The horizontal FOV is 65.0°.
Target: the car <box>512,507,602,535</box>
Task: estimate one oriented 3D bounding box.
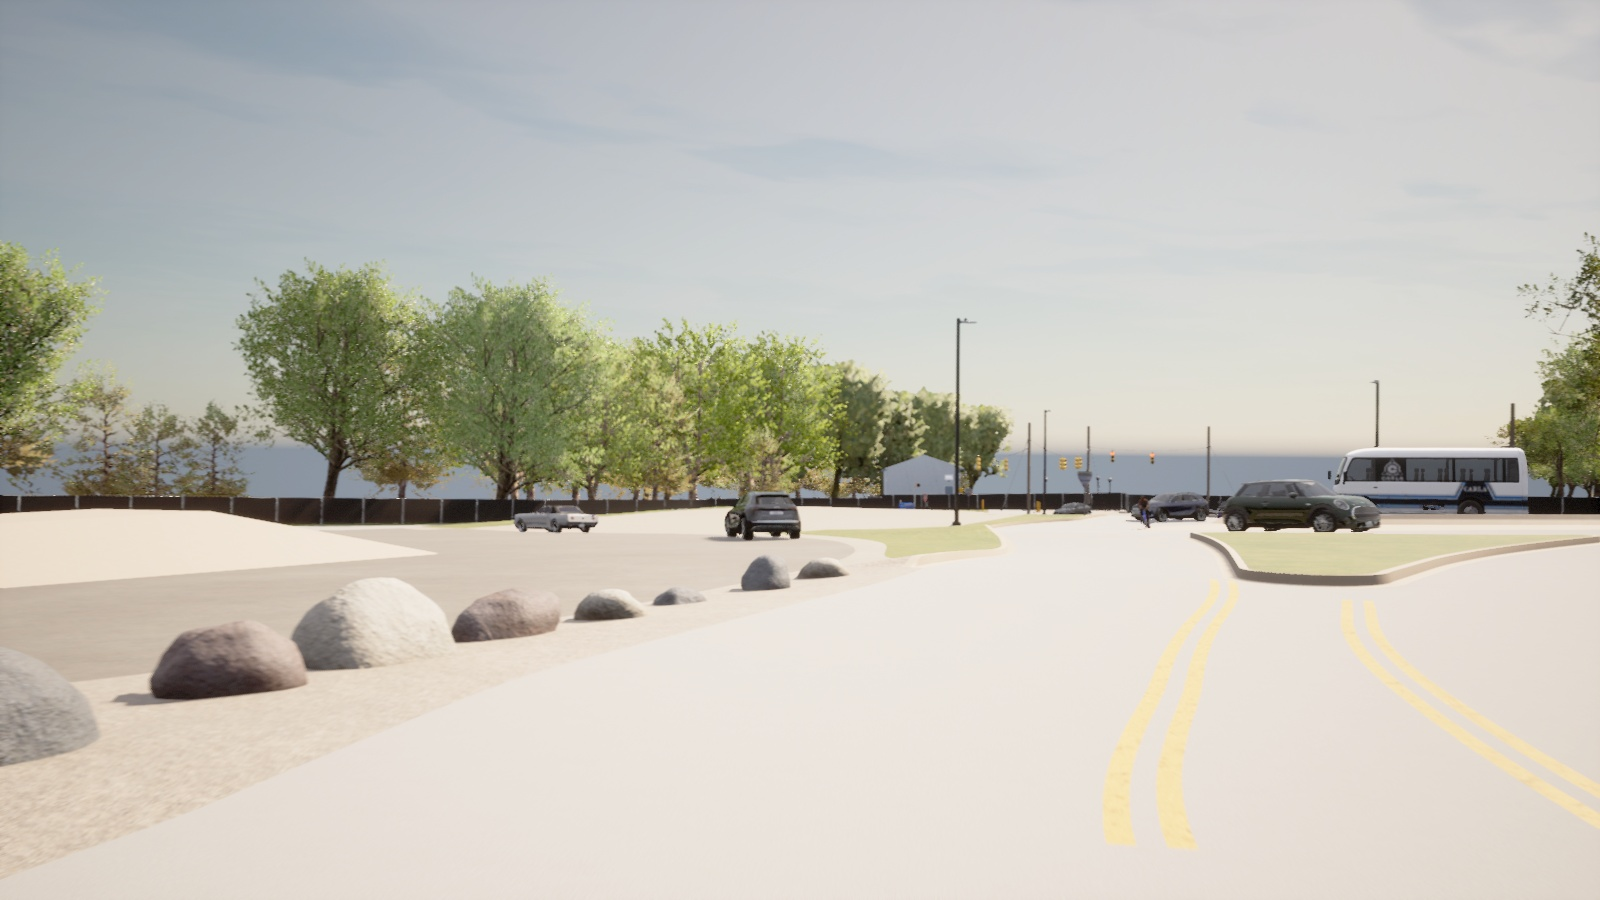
[{"bbox_3d":[-11.756,3.454,60.594,4.718,1.301,1.895,-3,-5,44],"label":"car"}]

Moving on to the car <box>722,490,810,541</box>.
[{"bbox_3d":[-1.245,2.249,43.377,2.033,1.649,4.856,0,-2,-14],"label":"car"}]

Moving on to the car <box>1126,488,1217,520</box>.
[{"bbox_3d":[20.858,3.025,70.485,4.856,1.649,2.033,0,0,-28],"label":"car"}]

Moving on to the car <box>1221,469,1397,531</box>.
[{"bbox_3d":[15.639,1.577,38.828,2.097,1.767,4.553,0,-3,-36],"label":"car"}]

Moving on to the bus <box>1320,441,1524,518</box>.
[{"bbox_3d":[35.895,1.720,73.060,10.273,4.253,3.944,0,-1,21],"label":"bus"}]
